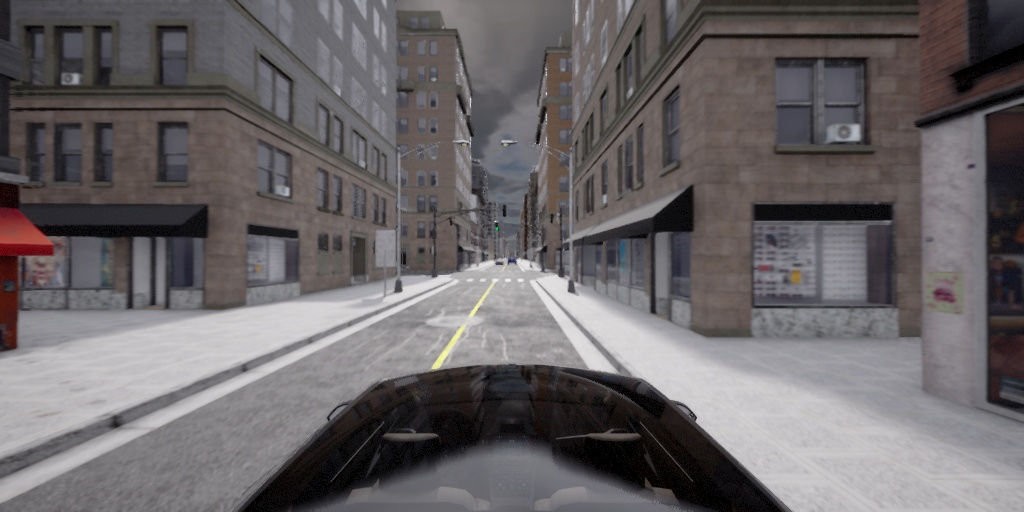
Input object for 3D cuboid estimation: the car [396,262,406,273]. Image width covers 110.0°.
[{"bbox_3d":[-14.800,1.326,42.448,4.403,1.370,2.007,0,0,0],"label":"car"}]
